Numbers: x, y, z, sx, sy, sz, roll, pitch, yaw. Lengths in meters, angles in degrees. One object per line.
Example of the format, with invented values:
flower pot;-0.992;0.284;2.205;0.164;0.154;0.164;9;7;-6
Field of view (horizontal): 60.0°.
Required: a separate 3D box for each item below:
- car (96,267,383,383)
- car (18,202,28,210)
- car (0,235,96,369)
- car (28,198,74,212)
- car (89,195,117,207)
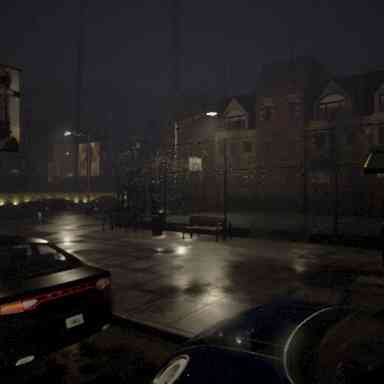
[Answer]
car;1.810;1.354;2.012;4.553;1.767;2.185;0;0;35
car;-19.407;1.515;42.271;2.128;1.511;4.902;0;0;35
car;-3.500;1.483;5.633;5.008;1.535;2.097;0;0;35
car;-16.619;1.526;40.149;1.837;1.490;4.892;0;0;35
car;-13.517;1.375;50.648;2.097;1.767;4.553;0;0;35
